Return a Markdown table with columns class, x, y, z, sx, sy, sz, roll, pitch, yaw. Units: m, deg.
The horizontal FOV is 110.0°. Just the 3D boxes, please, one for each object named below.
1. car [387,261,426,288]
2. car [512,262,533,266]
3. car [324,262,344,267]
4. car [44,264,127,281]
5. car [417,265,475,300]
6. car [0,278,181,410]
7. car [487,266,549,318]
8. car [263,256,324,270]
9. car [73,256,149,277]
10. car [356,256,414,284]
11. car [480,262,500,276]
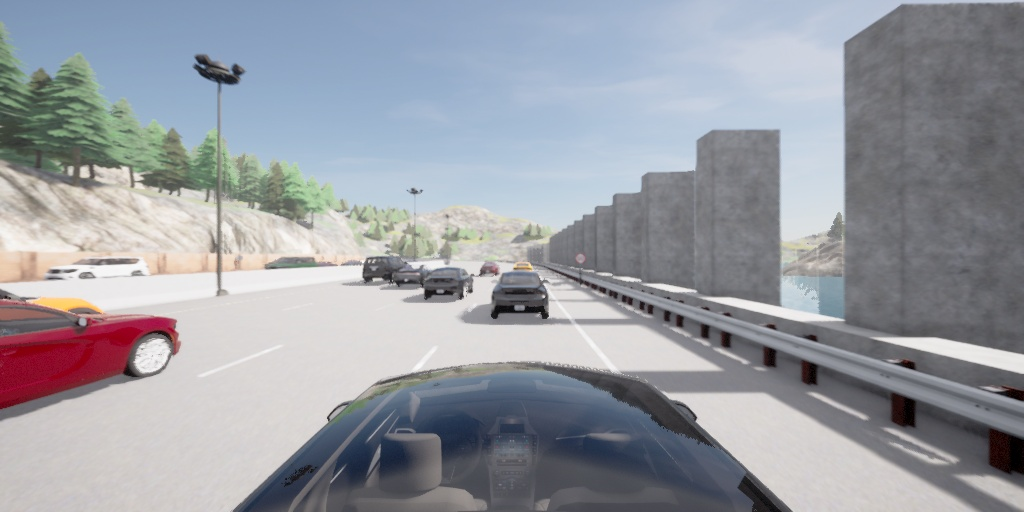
| class | x | y | z | sx | sy | sz | roll | pitch | yaw |
| --- | --- | --- | --- | --- | --- | --- | --- | --- | --- |
| car | -6.349 | 1.294 | 24.293 | 2.128 | 1.511 | 4.902 | 0 | 0 | 2 |
| car | 1.013 | 1.296 | 33.922 | 1.882 | 1.535 | 5.008 | 0 | 0 | 2 |
| car | -23.327 | 1.417 | 44.659 | 1.994 | 1.385 | 4.181 | 0 | 0 | 2 |
| car | -10.350 | 1.116 | 6.300 | 2.097 | 1.767 | 4.553 | 0 | 0 | 1 |
| car | -3.063 | 1.293 | 18.128 | 1.837 | 1.490 | 4.892 | 0 | 0 | 2 |
| car | -6.881 | 1.236 | 4.331 | 1.882 | 1.535 | 5.008 | 0 | 0 | 1 |
| car | 0.290 | 1.281 | 13.092 | 1.837 | 1.490 | 4.892 | 0 | 0 | 1 |
| car | -20.226 | 1.049 | 33.105 | 2.150 | 2.045 | 5.566 | 0 | 0 | 2 |
| car | -30.964 | 1.041 | 27.062 | 2.150 | 2.045 | 5.566 | 0 | 0 | 2 |
| car | -9.712 | 1.034 | 28.125 | 2.150 | 2.045 | 5.566 | 0 | 0 | 2 |
| car | -2.332 | 1.355 | 38.168 | 1.812 | 1.442 | 4.674 | 0 | 0 | 2 |
